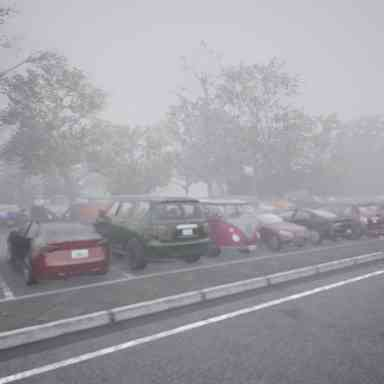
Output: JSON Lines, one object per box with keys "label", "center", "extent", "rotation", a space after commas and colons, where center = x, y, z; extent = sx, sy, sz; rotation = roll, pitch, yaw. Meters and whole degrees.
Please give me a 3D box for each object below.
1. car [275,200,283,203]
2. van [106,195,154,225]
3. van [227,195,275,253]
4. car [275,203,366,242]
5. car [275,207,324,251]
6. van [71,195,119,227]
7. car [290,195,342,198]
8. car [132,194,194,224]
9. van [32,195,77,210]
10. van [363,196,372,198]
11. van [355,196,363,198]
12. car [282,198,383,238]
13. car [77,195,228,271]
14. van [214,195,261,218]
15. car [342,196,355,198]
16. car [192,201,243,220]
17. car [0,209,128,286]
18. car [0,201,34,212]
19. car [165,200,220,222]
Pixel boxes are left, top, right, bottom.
{"label": "car", "center": [6.570, 1.621, 32.984], "extent": [2.002, 1.452, 4.674], "rotation": [1, 0, -35]}
{"label": "van", "center": [-4.775, 1.241, 25.040], "extent": [1.878, 1.987, 4.442], "rotation": [1, 0, -35]}
{"label": "van", "center": [0.679, 1.219, 12.579], "extent": [1.878, 1.987, 4.442], "rotation": [1, 0, -35]}
{"label": "car", "center": [5.135, 1.490, 15.891], "extent": [2.097, 1.535, 5.008], "rotation": [1, 0, -35]}
{"label": "car", "center": [2.869, 1.507, 14.286], "extent": [2.002, 1.452, 4.674], "rotation": [1, 0, -35]}
{"label": "van", "center": [-6.929, 1.219, 23.505], "extent": [1.878, 1.987, 4.442], "rotation": [1, 0, -35]}
{"label": "car", "center": [13.460, 1.399, 37.856], "extent": [2.435, 2.045, 5.566], "rotation": [1, 0, -35]}
{"label": "car", "center": [-2.434, 1.238, 26.530], "extent": [2.435, 2.045, 5.566], "rotation": [1, 0, -35]}
{"label": "van", "center": [-9.158, 1.195, 21.631], "extent": [1.878, 1.987, 4.442], "rotation": [0, 0, -35]}
{"label": "van", "center": [20.143, 1.493, 42.795], "extent": [1.878, 1.987, 4.442], "rotation": [1, 0, -35]}
{"label": "van", "center": [18.022, 1.470, 40.998], "extent": [1.878, 1.987, 4.442], "rotation": [1, 0, -35]}
{"label": "car", "center": [7.412, 1.387, 17.482], "extent": [2.185, 1.767, 4.553], "rotation": [1, 0, -35]}
{"label": "car", "center": [-1.666, 1.170, 11.087], "extent": [2.435, 2.045, 5.566], "rotation": [1, 0, -35]}
{"label": "van", "center": [4.249, 1.332, 31.470], "extent": [1.878, 1.987, 4.442], "rotation": [1, 0, -35]}
{"label": "car", "center": [15.716, 1.422, 39.463], "extent": [2.435, 2.045, 5.566], "rotation": [1, 0, -35]}
{"label": "car", "center": [2.163, 1.576, 29.838], "extent": [2.002, 1.452, 4.674], "rotation": [1, 0, -35]}
{"label": "car", "center": [-3.908, 1.458, 9.490], "extent": [2.163, 1.488, 4.792], "rotation": [0, 0, -35]}
{"label": "car", "center": [-11.362, 1.426, 20.210], "extent": [2.097, 1.535, 5.008], "rotation": [-1, 0, -35]}
{"label": "car", "center": [-0.092, 1.513, 28.227], "extent": [2.097, 1.535, 5.008], "rotation": [1, 0, -35]}
